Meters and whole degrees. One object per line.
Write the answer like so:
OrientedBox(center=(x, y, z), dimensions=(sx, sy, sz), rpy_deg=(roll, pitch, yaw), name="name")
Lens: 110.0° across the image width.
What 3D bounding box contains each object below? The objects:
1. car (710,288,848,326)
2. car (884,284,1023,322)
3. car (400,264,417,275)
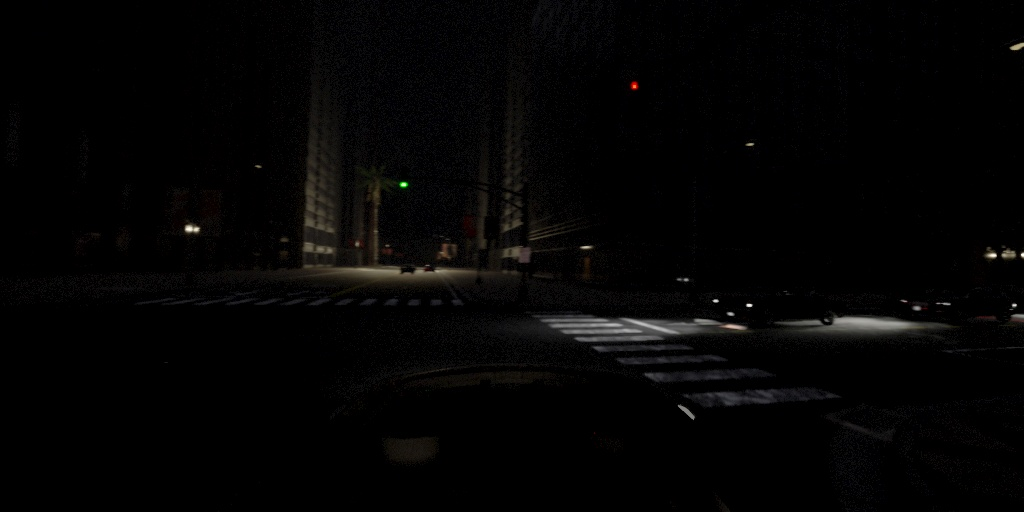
OrientedBox(center=(10.079, 1.863, 13.636), dimensions=(4.718, 1.301, 1.895), rpy_deg=(2, -2, -15), name="car")
OrientedBox(center=(19.803, 2.059, 16.000), dimensions=(4.902, 1.511, 2.128), rpy_deg=(2, -2, -14), name="car")
OrientedBox(center=(-15.573, 1.971, 53.431), dimensions=(2.128, 1.511, 4.902), rpy_deg=(2, -2, -13), name="car")
